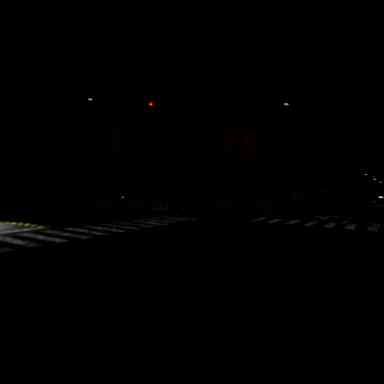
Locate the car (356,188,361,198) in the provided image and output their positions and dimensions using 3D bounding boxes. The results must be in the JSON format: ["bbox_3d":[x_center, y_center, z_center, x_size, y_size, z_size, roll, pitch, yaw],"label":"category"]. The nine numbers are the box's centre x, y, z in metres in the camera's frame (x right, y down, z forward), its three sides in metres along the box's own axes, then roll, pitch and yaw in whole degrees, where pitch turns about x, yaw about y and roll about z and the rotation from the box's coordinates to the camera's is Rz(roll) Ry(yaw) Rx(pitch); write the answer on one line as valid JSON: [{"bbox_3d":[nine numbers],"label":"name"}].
[{"bbox_3d":[30.140,0.239,63.050,2.192,1.841,5.009,2,2,31],"label":"car"}]

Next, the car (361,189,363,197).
[{"bbox_3d":[32.981,0.400,67.777,1.887,1.381,4.507,2,2,31],"label":"car"}]

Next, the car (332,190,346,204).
[{"bbox_3d":[18.749,0.763,44.175,1.947,1.339,4.313,2,2,31],"label":"car"}]

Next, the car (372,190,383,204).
[{"bbox_3d":[24.858,0.831,42.957,2.128,1.511,4.902,2,2,31],"label":"car"}]

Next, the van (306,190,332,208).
[{"bbox_3d":[13.061,0.676,34.728,1.690,1.788,3.998,2,2,31],"label":"van"}]

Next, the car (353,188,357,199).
[{"bbox_3d":[27.289,0.537,58.336,1.887,1.381,4.507,2,2,31],"label":"car"}]

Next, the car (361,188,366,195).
[{"bbox_3d":[35.832,0.102,72.491,2.192,1.841,5.009,2,2,31],"label":"car"}]

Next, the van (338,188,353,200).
[{"bbox_3d":[24.446,0.401,53.610,1.690,1.788,3.998,2,2,31],"label":"van"}]

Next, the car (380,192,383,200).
[{"bbox_3d":[34.443,0.710,58.852,1.895,1.301,4.718,2,2,31],"label":"car"}]
